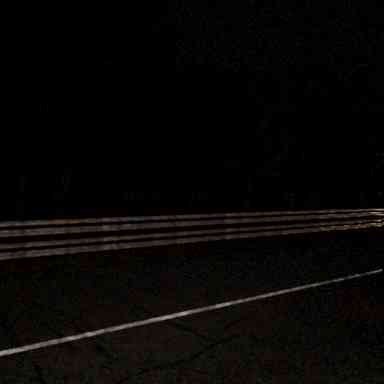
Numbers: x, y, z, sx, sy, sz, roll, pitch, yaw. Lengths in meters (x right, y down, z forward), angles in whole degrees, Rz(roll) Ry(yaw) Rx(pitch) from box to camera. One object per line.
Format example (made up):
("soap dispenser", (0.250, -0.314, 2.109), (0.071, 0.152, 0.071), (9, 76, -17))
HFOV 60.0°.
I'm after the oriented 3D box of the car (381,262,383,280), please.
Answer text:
("car", (6.307, 1.524, 7.651), (4.181, 1.385, 1.994), (0, 1, -32))
